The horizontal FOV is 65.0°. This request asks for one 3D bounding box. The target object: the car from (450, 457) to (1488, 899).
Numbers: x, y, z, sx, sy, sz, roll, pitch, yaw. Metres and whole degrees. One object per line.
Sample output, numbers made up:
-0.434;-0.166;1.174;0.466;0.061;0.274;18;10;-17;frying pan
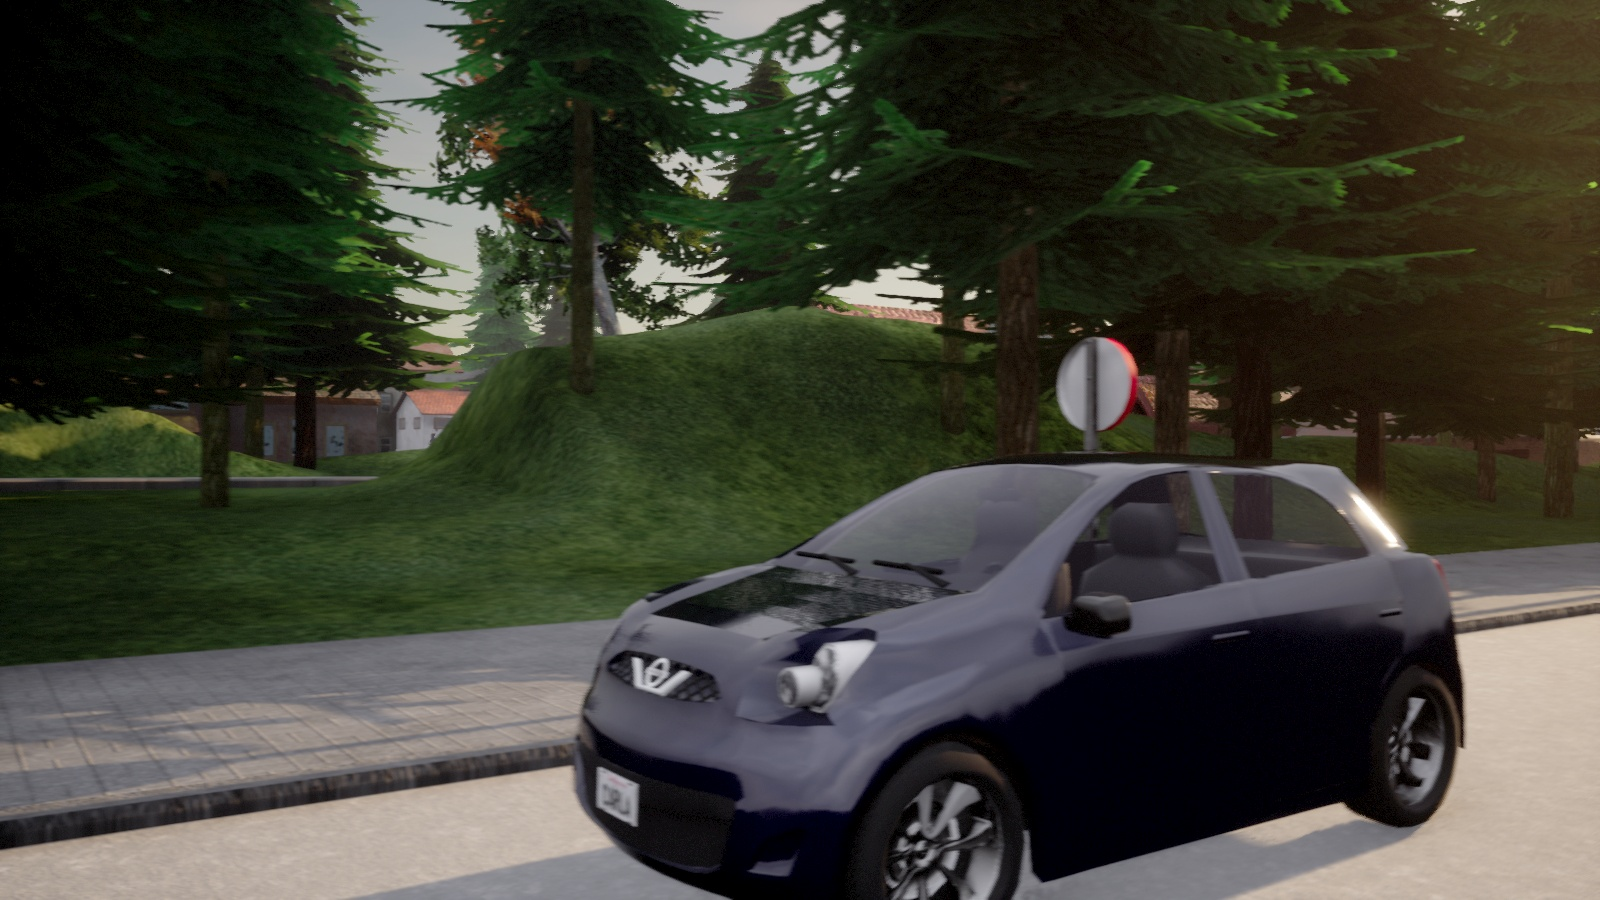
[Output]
0.762;0.780;4.798;3.633;1.501;1.845;0;0;-35;car
